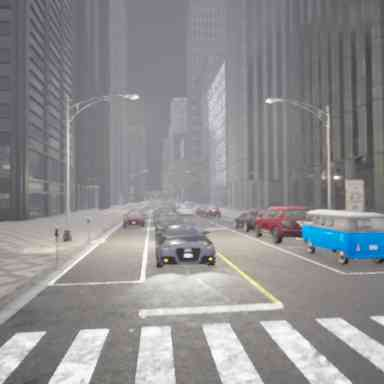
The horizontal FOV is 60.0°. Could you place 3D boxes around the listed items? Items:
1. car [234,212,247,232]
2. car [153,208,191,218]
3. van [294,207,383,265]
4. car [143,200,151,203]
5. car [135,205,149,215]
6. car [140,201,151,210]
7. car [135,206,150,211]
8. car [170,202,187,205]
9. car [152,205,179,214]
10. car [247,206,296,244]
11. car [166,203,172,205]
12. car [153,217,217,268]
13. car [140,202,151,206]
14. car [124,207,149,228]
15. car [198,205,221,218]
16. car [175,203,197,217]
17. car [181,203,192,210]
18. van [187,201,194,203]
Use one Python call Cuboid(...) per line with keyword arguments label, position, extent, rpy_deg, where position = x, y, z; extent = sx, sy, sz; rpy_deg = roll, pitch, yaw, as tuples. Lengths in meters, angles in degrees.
Cuboid(label="car", position=(4.299, 2.073, 23.783), extent=(1.947, 1.339, 4.313), rpy_deg=(0, -1, -7))
Cuboid(label="car", position=(-1.397, 2.010, 21.252), extent=(1.837, 1.490, 4.892), rpy_deg=(0, -1, -7))
Cuboid(label="van", position=(5.644, 1.601, 12.590), extent=(1.690, 1.788, 3.998), rpy_deg=(0, -1, -7))
Cuboid(label="car", position=(-9.559, 2.837, 67.576), extent=(2.192, 1.841, 5.009), rpy_deg=(0, -1, -7))
Cuboid(label="car", position=(-7.537, 2.723, 50.777), extent=(2.008, 1.369, 4.403), rpy_deg=(0, -1, -7))
Cuboid(label="car", position=(-10.233, 2.950, 73.175), extent=(2.192, 1.841, 5.009), rpy_deg=(0, -1, -7))
Cuboid(label="car", position=(-5.516, 2.389, 33.984), extent=(1.802, 1.307, 4.206), rpy_deg=(0, -1, -7))
Cuboid(label="car", position=(-2.094, 2.733, 52.984), extent=(1.994, 1.385, 4.181), rpy_deg=(0, -1, -7))
Cuboid(label="car", position=(-2.510, 2.214, 30.548), extent=(1.837, 1.490, 4.892), rpy_deg=(0, -1, -7))
Cuboid(label="car", position=(4.970, 1.699, 18.190), extent=(2.192, 1.841, 5.009), rpy_deg=(0, -1, -7))
Cuboid(label="car", position=(-3.647, 2.449, 40.336), extent=(1.812, 1.442, 4.674), rpy_deg=(0, -1, -7))
Cuboid(label="car", position=(-0.348, 1.877, 12.526), extent=(1.994, 1.385, 4.181), rpy_deg=(0, -1, -7))
Cuboid(label="car", position=(-6.191, 2.370, 39.585), extent=(1.967, 1.590, 4.097), rpy_deg=(0, -1, -7))
Cuboid(label="car", position=(-4.843, 2.229, 28.387), extent=(1.887, 1.381, 4.507), rpy_deg=(0, -1, -7))
Cuboid(label="car", position=(2.277, 2.315, 40.579), extent=(1.967, 1.590, 4.097), rpy_deg=(0, -1, -7))
Cuboid(label="car", position=(-0.835, 2.478, 42.944), extent=(1.812, 1.442, 4.674), rpy_deg=(0, -1, -6))
Cuboid(label="car", position=(-1.111, 2.996, 68.741), extent=(1.752, 1.417, 4.829), rpy_deg=(0, -1, -7))
Cuboid(label="van", position=(-0.418, 2.695, 62.975), extent=(1.690, 1.788, 3.998), rpy_deg=(0, -1, -7))
